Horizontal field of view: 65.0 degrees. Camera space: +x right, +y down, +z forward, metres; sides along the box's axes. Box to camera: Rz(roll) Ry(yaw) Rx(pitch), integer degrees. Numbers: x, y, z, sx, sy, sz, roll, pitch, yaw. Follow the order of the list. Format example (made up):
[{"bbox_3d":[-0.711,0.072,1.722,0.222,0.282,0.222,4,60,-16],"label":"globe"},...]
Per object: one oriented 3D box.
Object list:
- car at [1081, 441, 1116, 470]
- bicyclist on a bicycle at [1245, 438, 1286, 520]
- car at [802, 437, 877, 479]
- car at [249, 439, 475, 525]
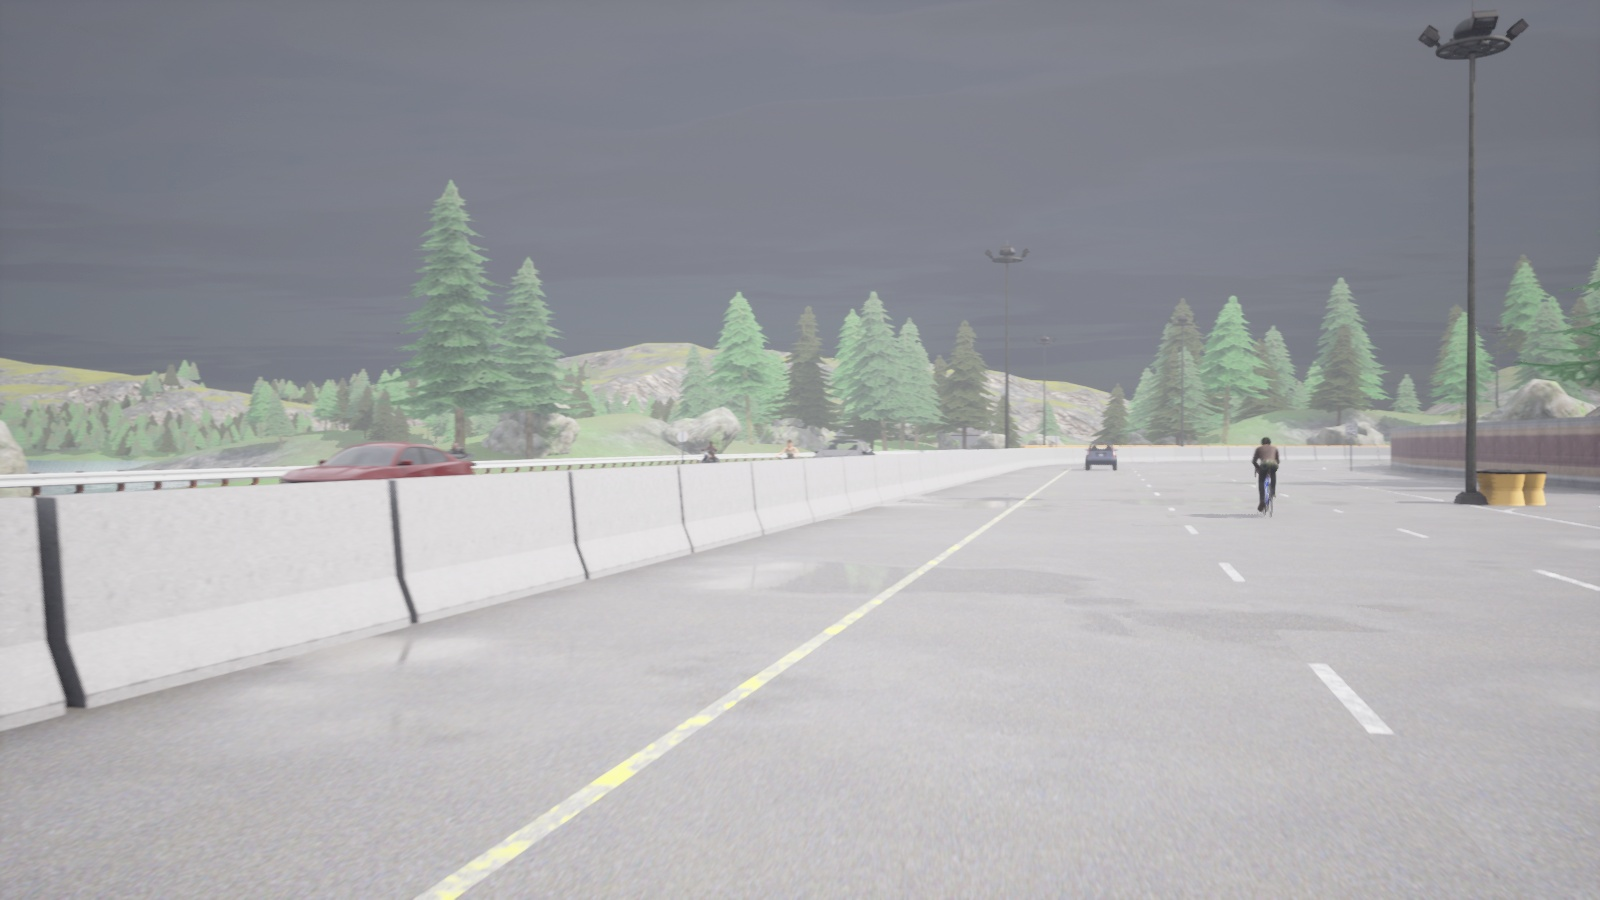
[{"bbox_3d":[16.851,0.285,70.764,1.851,1.617,3.988,0,0,14],"label":"car"},{"bbox_3d":[9.481,0.578,25.622,0.582,1.620,1.656,0,0,14],"label":"bicyclist on a bicycle"},{"bbox_3d":[1.718,0.294,52.984,2.242,1.667,4.611,0,0,14],"label":"car"},{"bbox_3d":[-8.613,0.559,25.267,1.882,1.535,5.008,0,0,14],"label":"car"}]
